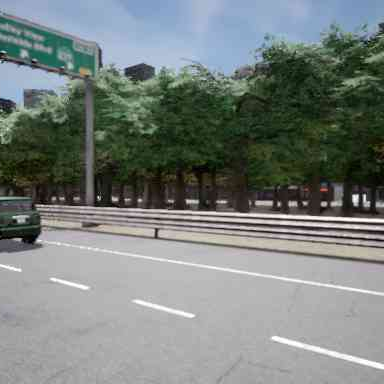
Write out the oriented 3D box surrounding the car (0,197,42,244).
[{"bbox_3d":[-8.799,1.222,14.451,5.566,2.045,2.150,0,0,36],"label":"car"}]
